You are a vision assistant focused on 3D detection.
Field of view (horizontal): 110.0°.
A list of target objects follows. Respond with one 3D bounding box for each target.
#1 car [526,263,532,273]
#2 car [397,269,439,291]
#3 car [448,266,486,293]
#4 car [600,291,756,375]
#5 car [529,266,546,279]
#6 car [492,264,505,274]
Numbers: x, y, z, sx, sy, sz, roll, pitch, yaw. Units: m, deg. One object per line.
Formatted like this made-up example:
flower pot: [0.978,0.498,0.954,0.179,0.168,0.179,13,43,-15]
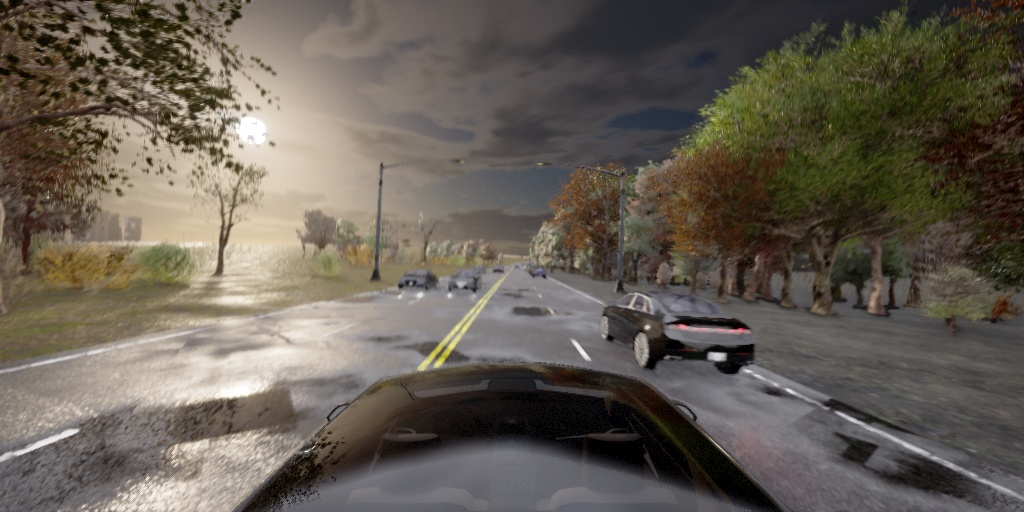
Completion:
car: [4.021,2.545,61.683,2.033,1.649,4.856,3,0,1]
car: [-6.345,1.583,24.610,1.994,1.385,4.181,2,-1,1]
car: [-3.098,1.641,24.476,2.128,1.511,4.902,2,-1,1]
car: [3.466,1.575,8.460,2.128,1.511,4.902,3,-2,0]
car: [3.847,2.423,50.702,1.812,1.442,4.674,3,-2,1]
car: [-2.451,2.290,65.056,2.097,1.767,4.553,2,-1,1]
